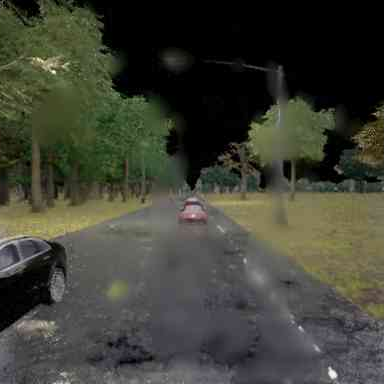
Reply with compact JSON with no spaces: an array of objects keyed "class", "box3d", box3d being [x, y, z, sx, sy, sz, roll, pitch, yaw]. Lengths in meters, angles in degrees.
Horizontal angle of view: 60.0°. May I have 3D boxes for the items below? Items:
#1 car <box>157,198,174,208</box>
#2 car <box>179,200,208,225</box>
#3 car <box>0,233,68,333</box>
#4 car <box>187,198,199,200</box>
[{"class":"car","box3d":[-3.578,1.509,45.420,1.994,1.385,4.181,0,0,0]},{"class":"car","box3d":[0.101,1.550,24.103,1.994,1.385,4.181,0,0,0]},{"class":"car","box3d":[-3.598,1.492,5.296,2.128,1.511,4.902,0,0,0]},{"class":"car","box3d":[0.090,1.430,41.980,1.882,1.535,5.008,0,0,0]}]
